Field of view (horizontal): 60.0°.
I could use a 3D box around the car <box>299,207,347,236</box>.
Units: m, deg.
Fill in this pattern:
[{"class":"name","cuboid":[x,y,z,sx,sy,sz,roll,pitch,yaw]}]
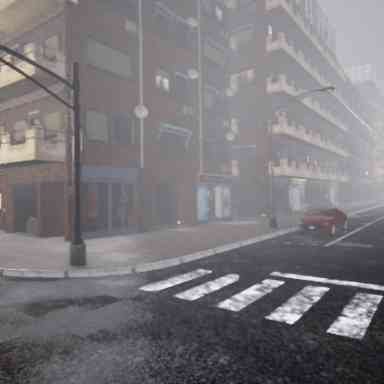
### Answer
[{"class":"car","cuboid":[7.321,1.529,18.450,1.887,1.381,4.507,-1,0,36]}]
